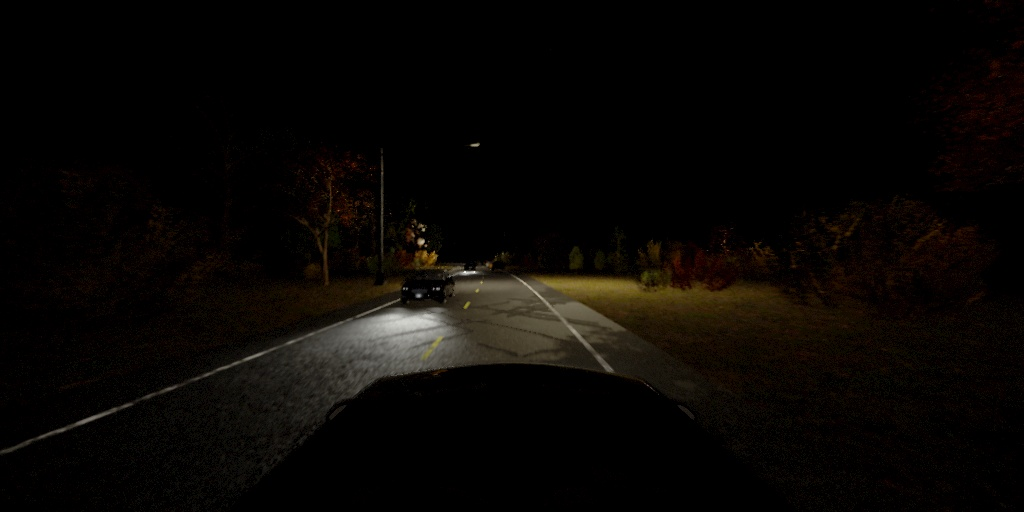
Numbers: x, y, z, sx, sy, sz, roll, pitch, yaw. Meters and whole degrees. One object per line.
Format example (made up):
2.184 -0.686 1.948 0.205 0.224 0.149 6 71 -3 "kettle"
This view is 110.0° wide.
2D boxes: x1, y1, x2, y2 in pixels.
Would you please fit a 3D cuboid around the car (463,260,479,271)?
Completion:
-6.725 1.671 57.769 2.128 1.511 4.902 0 0 -6 "car"

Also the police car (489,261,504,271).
-2.421 1.614 60.725 1.930 1.638 5.238 0 0 -7 "police car"

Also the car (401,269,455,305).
-3.860 1.369 17.050 2.128 1.511 4.902 0 0 -2 "car"
